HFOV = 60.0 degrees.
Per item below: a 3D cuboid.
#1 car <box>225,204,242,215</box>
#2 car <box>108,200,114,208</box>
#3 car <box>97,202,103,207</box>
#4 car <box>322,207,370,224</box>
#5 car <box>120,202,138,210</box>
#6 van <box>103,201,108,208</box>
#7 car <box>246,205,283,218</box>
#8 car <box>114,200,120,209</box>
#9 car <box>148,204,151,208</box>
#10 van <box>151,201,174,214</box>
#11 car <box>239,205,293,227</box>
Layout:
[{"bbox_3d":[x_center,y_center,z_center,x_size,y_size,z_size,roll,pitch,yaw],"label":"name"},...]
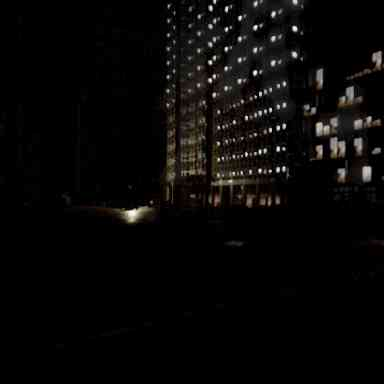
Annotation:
[{"bbox_3d":[6.107,2.329,44.628,1.947,1.339,4.313,0,-1,-26],"label":"car"},{"bbox_3d":[-16.120,2.876,71.368,1.887,1.381,4.507,0,-1,-26],"label":"car"},{"bbox_3d":[-23.460,3.212,86.559,1.887,1.381,4.507,0,-1,-26],"label":"car"},{"bbox_3d":[13.447,2.000,29.436,2.008,1.369,4.403,0,-1,-26],"label":"car"},{"bbox_3d":[-11.226,2.661,61.240,2.008,1.369,4.403,0,-1,-26],"label":"car"},{"bbox_3d":[-18.569,2.784,76.434,1.690,1.788,3.998,0,-1,-26],"label":"van"},{"bbox_3d":[8.554,2.224,39.564,1.947,1.339,4.313,0,-1,-26],"label":"car"},{"bbox_3d":[-13.600,2.742,66.151,1.752,1.417,4.829,0,-1,-26],"label":"car"},{"bbox_3d":[-8.574,2.997,75.012,1.802,1.307,4.206,-1,-1,-26],"label":"car"},{"bbox_3d":[-3.889,2.127,46.051,1.690,1.788,3.998,0,-1,-26],"label":"van"},{"bbox_3d":[5.902,1.916,25.791,2.008,1.369,4.403,0,-1,-26],"label":"car"}]
